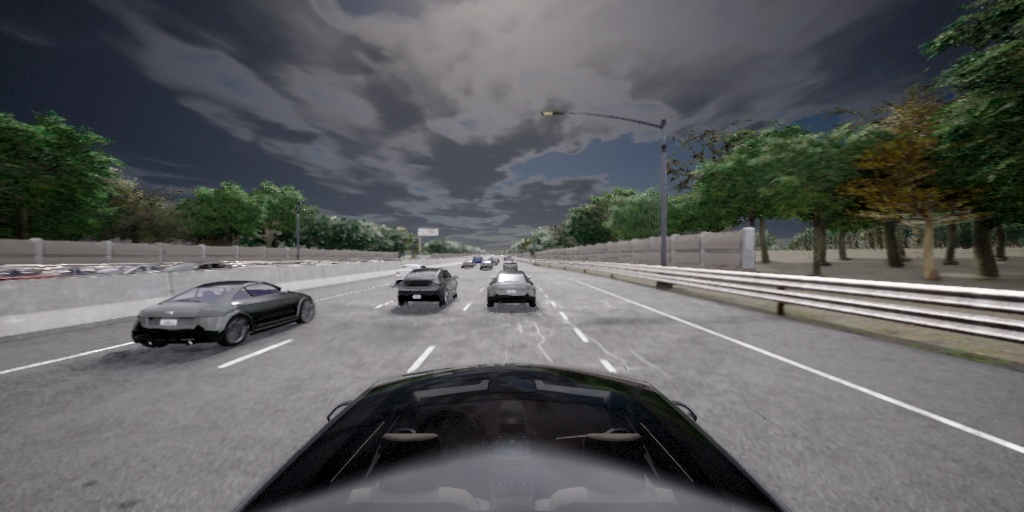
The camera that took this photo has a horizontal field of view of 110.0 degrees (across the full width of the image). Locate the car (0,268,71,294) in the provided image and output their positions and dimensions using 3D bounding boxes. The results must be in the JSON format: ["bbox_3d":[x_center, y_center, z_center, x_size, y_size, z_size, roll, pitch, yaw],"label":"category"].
[{"bbox_3d":[-28.038,1.371,19.679,1.895,1.301,4.718,0,0,0],"label":"car"}]

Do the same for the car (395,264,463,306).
[{"bbox_3d":[-3.524,1.261,15.690,1.837,1.490,4.892,0,0,0],"label":"car"}]

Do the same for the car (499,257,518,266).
[{"bbox_3d":[-0.221,1.258,46.846,2.128,1.511,4.902,0,0,-1],"label":"car"}]

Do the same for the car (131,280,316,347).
[{"bbox_3d":[-7.008,1.319,9.321,1.994,1.385,4.181,0,0,0],"label":"car"}]

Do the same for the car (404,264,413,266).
[{"bbox_3d":[-7.069,1.282,26.126,1.812,1.442,4.674,0,0,0],"label":"car"}]

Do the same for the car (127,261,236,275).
[{"bbox_3d":[-17.538,1.066,19.751,1.837,1.490,4.892,0,0,0],"label":"car"}]

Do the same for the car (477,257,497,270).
[{"bbox_3d":[-3.802,1.328,54.851,2.033,1.411,5.357,0,0,-1],"label":"car"}]

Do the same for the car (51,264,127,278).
[{"bbox_3d":[-21.038,1.201,19.736,2.128,1.511,4.902,0,0,0],"label":"car"}]

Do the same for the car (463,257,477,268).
[{"bbox_3d":[-7.379,1.343,61.281,2.033,1.411,5.357,0,0,-1],"label":"car"}]

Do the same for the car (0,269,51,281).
[{"bbox_3d":[-24.538,1.276,19.692,1.895,1.301,4.718,0,0,0],"label":"car"}]

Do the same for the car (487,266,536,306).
[{"bbox_3d":[-0.024,1.318,15.650,1.994,1.385,4.181,0,0,0],"label":"car"}]
